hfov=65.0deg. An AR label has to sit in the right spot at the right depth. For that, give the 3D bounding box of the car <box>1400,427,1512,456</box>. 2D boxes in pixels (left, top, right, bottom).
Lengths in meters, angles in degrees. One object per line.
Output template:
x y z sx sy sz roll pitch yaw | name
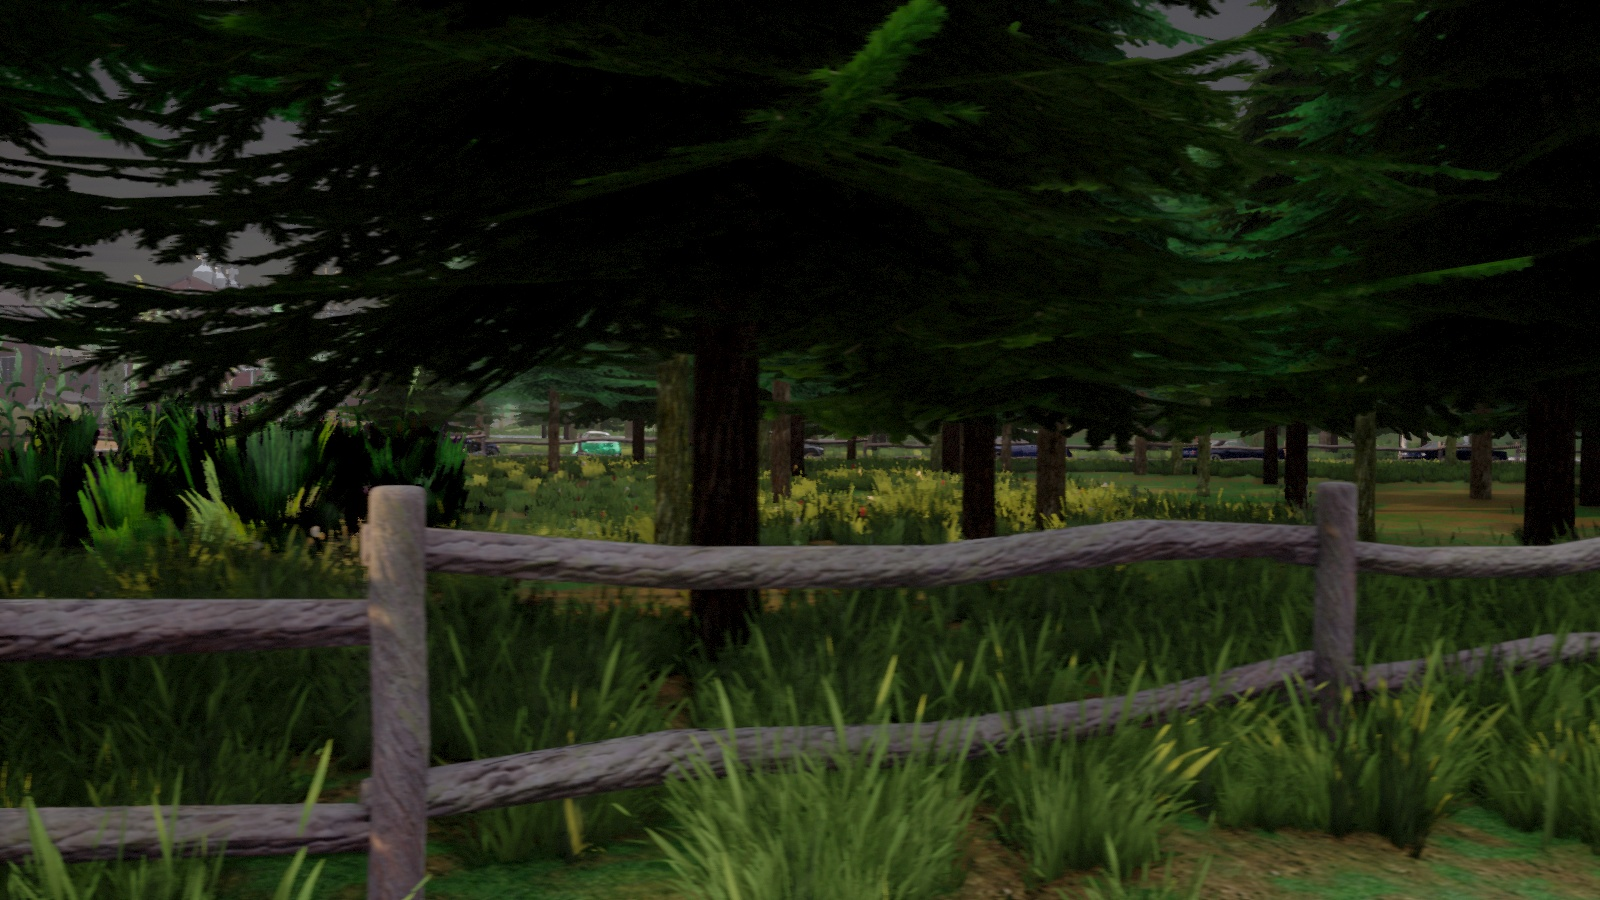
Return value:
31.679 -0.437 60.677 4.718 1.301 1.895 -1 1 -14 | car

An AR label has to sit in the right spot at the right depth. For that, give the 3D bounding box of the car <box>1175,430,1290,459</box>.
20.065 -0.272 58.302 4.718 1.301 1.895 -1 1 -11 | car

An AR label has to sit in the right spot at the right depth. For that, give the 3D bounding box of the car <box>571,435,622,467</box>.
-9.117 0.026 56.304 2.207 1.376 1.481 0 1 -10 | car

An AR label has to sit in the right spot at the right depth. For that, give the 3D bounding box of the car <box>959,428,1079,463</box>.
9.795 -0.228 56.318 4.792 1.488 2.163 -1 1 -11 | car

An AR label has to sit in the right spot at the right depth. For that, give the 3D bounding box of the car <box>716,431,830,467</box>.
-1.182 -0.054 54.169 4.674 1.442 1.812 -1 1 -11 | car

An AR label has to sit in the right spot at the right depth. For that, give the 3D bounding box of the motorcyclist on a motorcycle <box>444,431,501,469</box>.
-14.453 -0.006 55.413 2.350 1.649 0.766 -1 1 -9 | motorcyclist on a motorcycle
